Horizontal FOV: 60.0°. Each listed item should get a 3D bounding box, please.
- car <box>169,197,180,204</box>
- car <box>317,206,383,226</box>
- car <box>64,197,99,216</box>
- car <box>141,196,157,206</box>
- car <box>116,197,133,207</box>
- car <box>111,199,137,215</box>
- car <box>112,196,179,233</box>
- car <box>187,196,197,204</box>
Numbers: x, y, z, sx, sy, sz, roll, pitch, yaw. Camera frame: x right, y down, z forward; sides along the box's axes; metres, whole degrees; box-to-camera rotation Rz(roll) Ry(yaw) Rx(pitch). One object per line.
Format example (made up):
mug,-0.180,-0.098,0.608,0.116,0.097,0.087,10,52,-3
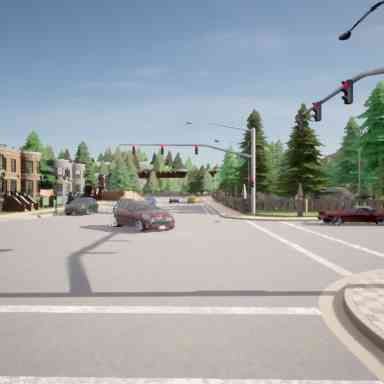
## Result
car,-3.450,1.601,65.232,1.895,1.301,4.718,0,0,0
car,11.171,1.601,22.914,4.718,1.301,1.895,0,0,2
car,-10.674,1.352,32.422,2.097,1.767,4.553,0,0,2
car,-7.049,1.479,55.043,1.882,1.535,5.008,0,0,0
car,-10.575,1.525,52.490,1.812,1.442,4.674,0,0,0
car,-7.123,1.504,35.318,1.837,1.490,4.892,0,0,0
car,-2.988,1.351,19.957,2.097,1.767,4.553,0,0,-38
car,0.051,1.477,64.944,1.882,1.535,5.008,0,0,0
